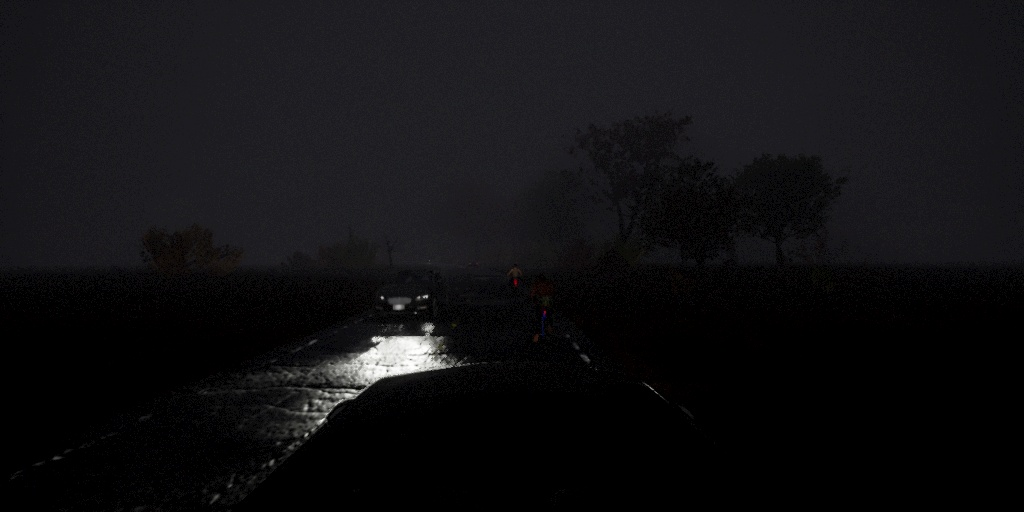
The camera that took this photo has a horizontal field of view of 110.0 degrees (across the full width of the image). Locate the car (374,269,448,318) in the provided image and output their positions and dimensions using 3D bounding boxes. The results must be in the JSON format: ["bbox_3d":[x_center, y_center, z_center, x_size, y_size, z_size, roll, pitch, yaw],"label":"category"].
[{"bbox_3d":[-3.457,1.242,13.004,2.128,1.511,4.902,0,0,-3],"label":"car"}]

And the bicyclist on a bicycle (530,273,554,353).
[{"bbox_3d":[0.681,1.203,7.872,0.582,1.620,1.656,0,0,-2],"label":"bicyclist on a bicycle"}]

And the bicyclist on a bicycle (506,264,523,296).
[{"bbox_3d":[0.154,1.188,18.232,0.866,1.612,1.509,0,0,-3],"label":"bicyclist on a bicycle"}]

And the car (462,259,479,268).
[{"bbox_3d":[-6.748,1.320,60.085,2.033,1.411,5.357,0,0,-13],"label":"car"}]
